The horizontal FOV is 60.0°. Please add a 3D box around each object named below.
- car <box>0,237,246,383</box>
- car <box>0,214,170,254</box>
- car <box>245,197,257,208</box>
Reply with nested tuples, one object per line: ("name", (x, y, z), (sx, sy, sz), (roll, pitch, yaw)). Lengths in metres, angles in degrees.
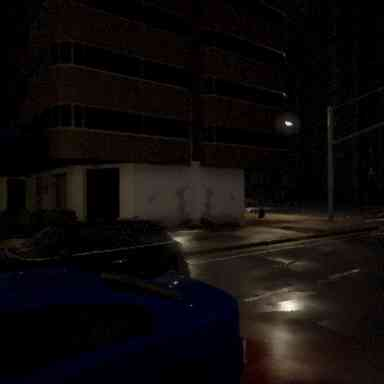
("car", (-1.789, 1.477, 2.711), (5.008, 1.535, 1.882), (0, 0, -35))
("car", (-2.344, 1.342, 6.610), (4.553, 1.767, 2.097), (0, 0, -35))
("car", (6.763, 1.356, 45.400), (1.812, 1.442, 4.674), (0, 0, -36))
